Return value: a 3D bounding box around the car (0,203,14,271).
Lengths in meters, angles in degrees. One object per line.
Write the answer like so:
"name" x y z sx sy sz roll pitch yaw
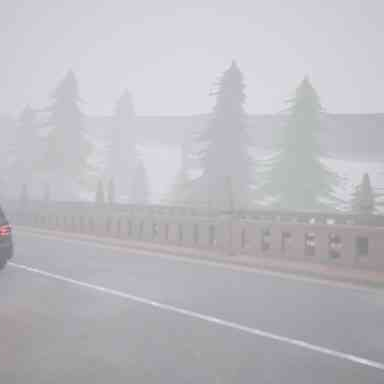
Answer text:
"car" -7.040 1.085 9.017 5.566 2.045 2.150 1 0 36
